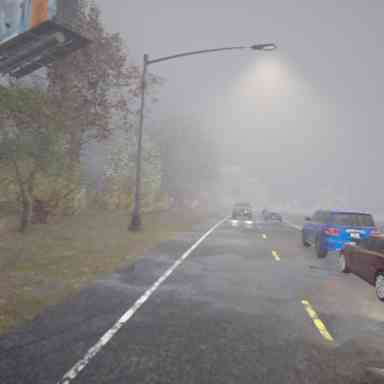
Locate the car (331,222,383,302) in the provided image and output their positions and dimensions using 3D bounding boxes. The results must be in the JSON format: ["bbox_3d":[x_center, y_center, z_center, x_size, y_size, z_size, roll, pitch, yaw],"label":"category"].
[{"bbox_3d":[5.648,1.911,9.221,1.882,1.535,5.008,3,-1,8],"label":"car"}]

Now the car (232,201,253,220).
[{"bbox_3d":[6.071,2.176,39.905,2.150,2.045,5.566,3,-1,10],"label":"car"}]

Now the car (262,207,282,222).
[{"bbox_3d":[9.358,2.643,38.489,1.812,1.442,4.674,3,-1,11],"label":"car"}]

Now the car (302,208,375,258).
[{"bbox_3d":[6.536,1.790,15.170,2.150,2.045,5.566,3,-1,9],"label":"car"}]
